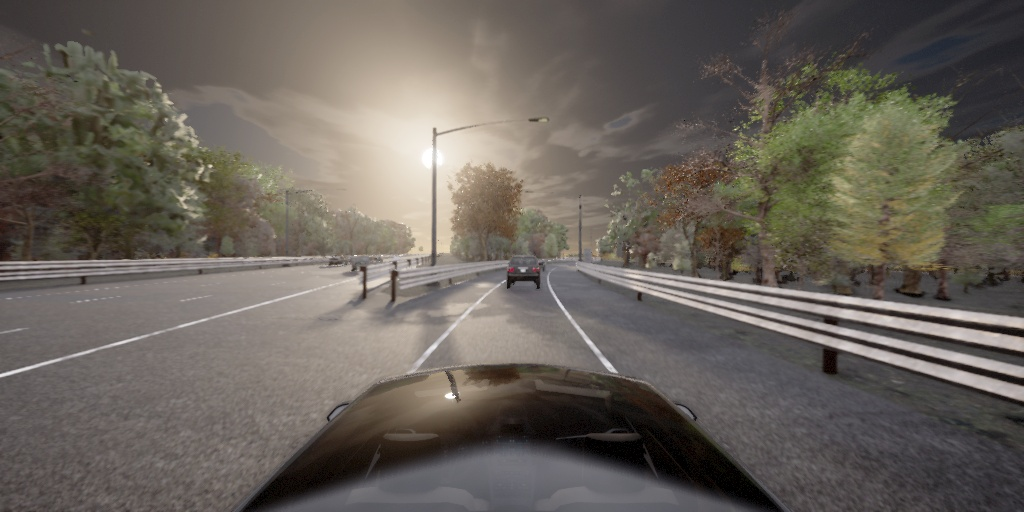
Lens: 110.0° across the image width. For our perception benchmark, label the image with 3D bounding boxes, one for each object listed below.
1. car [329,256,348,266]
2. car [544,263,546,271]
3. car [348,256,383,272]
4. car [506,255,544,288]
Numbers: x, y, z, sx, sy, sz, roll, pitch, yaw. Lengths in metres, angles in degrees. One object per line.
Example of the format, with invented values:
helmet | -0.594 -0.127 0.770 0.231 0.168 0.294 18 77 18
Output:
car | -25.431 0.749 52.849 1.837 1.490 4.892 0 -1 -10
car | 3.578 1.290 48.890 2.128 1.511 4.902 0 0 9
car | -15.698 0.740 38.756 2.097 1.767 4.553 0 0 -11
car | 0.858 0.994 24.122 2.150 2.045 5.566 0 0 4
